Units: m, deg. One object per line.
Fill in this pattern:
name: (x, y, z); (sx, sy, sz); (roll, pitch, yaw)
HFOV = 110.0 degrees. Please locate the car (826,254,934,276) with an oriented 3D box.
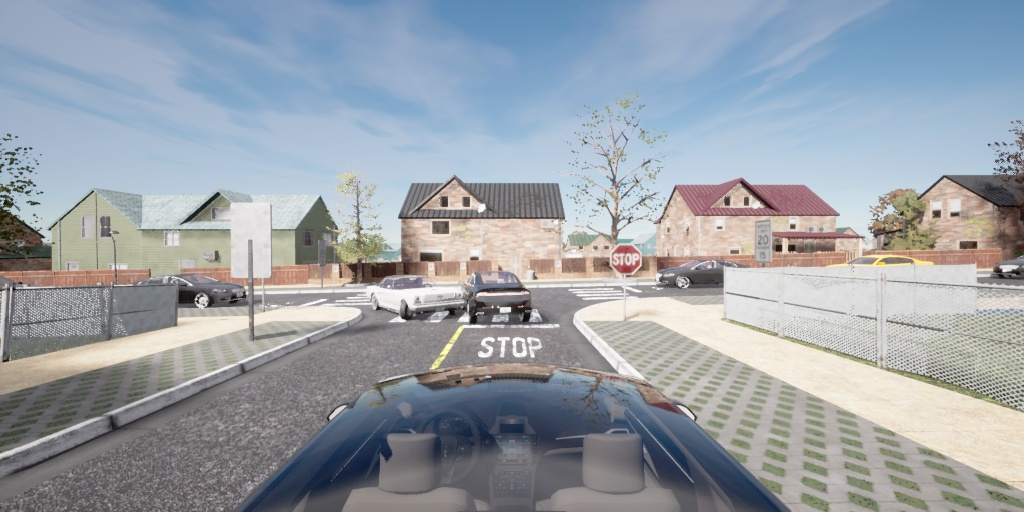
car: (19.761, 0.690, 19.474); (5.008, 1.535, 1.882); (-1, 1, -1)

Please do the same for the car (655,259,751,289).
car: (10.331, 0.926, 19.437); (4.902, 1.511, 2.128); (-1, 1, 0)

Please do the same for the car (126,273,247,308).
car: (-14.902, 1.566, 16.383); (4.902, 1.511, 2.128); (-1, 1, 0)

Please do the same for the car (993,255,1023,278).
car: (29.386, 0.478, 19.511); (4.902, 1.511, 2.128); (-1, 1, 0)

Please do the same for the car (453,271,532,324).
car: (-0.685, 1.242, 12.028); (2.128, 1.511, 4.902); (0, 0, -12)

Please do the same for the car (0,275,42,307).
car: (-24.239, 1.648, 16.342); (4.553, 1.767, 2.097); (-1, 1, 0)

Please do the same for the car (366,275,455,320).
car: (-3.602, 1.368, 12.887); (1.895, 1.301, 4.718); (0, 0, -38)
